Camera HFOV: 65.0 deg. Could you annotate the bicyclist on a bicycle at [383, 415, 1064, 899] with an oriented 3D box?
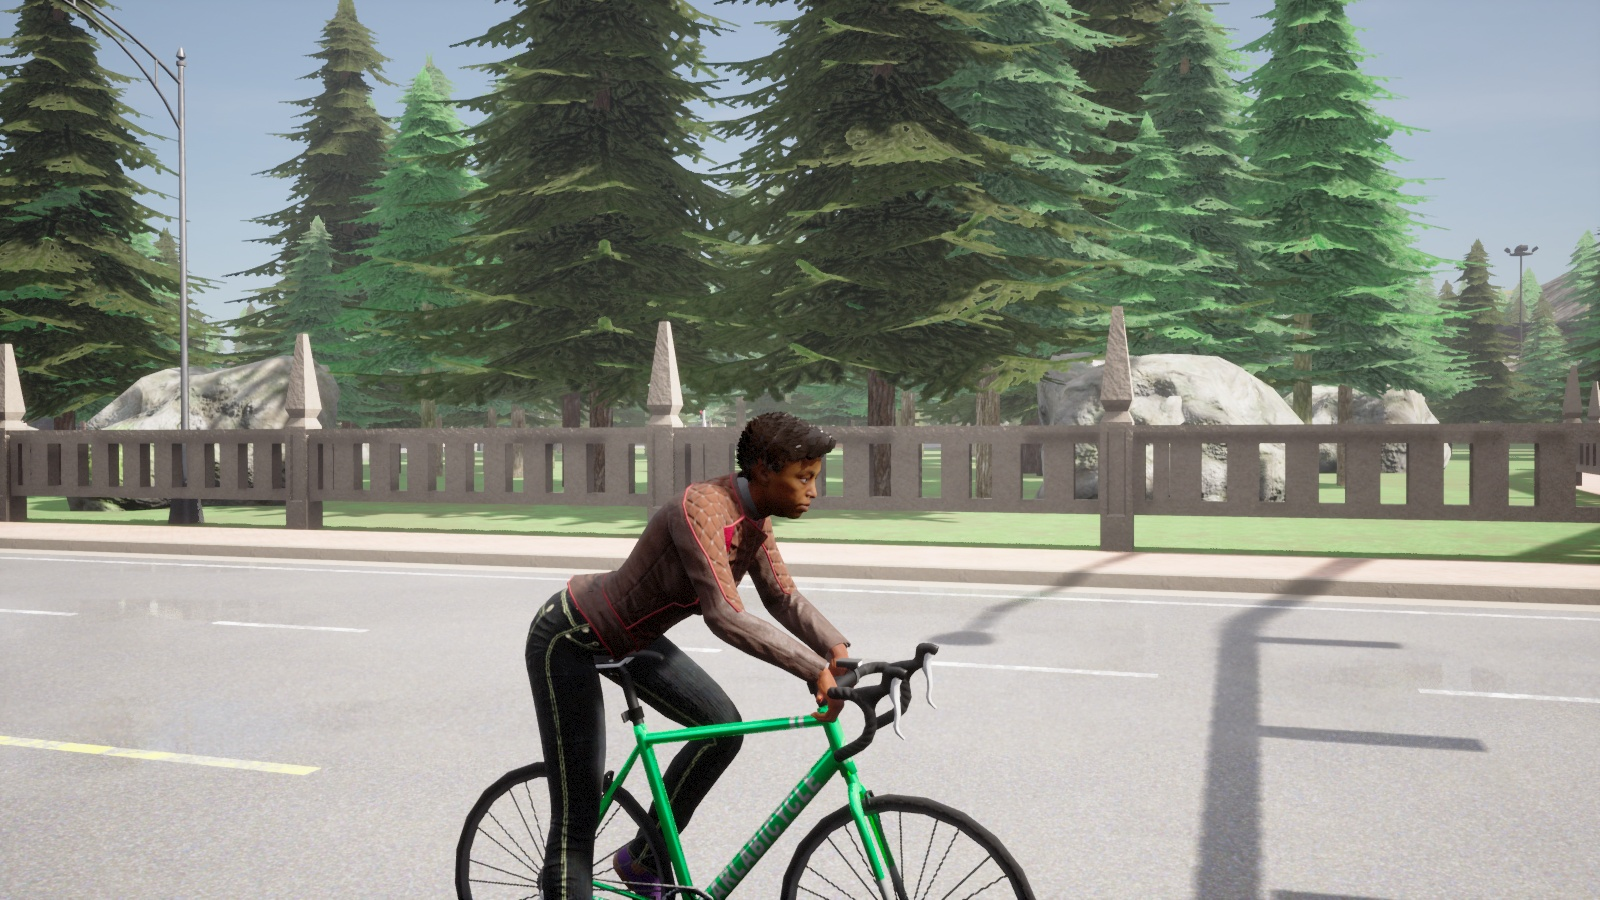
[{"bbox_3d":[-0.200,0.726,3.259,1.656,1.620,0.582,1,1,19],"label":"bicyclist on a bicycle"}]
